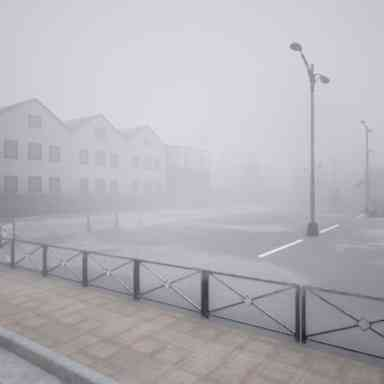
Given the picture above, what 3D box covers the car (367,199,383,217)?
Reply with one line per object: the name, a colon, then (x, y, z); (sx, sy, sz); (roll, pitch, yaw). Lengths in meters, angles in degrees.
car: (15.407, 1.303, 26.815); (2.007, 1.523, 4.514); (0, 0, 35)
